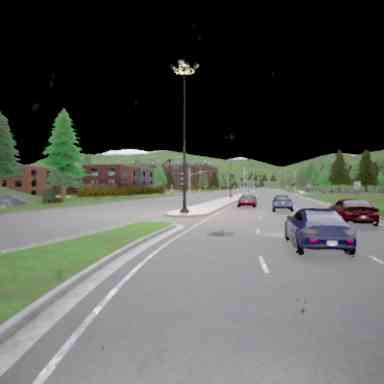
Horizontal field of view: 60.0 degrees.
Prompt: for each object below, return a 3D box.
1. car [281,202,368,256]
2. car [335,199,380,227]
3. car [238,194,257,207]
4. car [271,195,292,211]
[{"bbox_3d":[4.537,1.317,12.163,1.812,1.442,4.674,0,1,9],"label":"car"},{"bbox_3d":[9.543,1.136,19.930,1.882,1.535,5.008,0,1,12],"label":"car"},{"bbox_3d":[6.322,0.922,37.832,1.994,1.385,4.181,0,1,13],"label":"car"},{"bbox_3d":[8.381,1.019,31.035,2.033,1.411,5.357,0,1,13],"label":"car"}]
